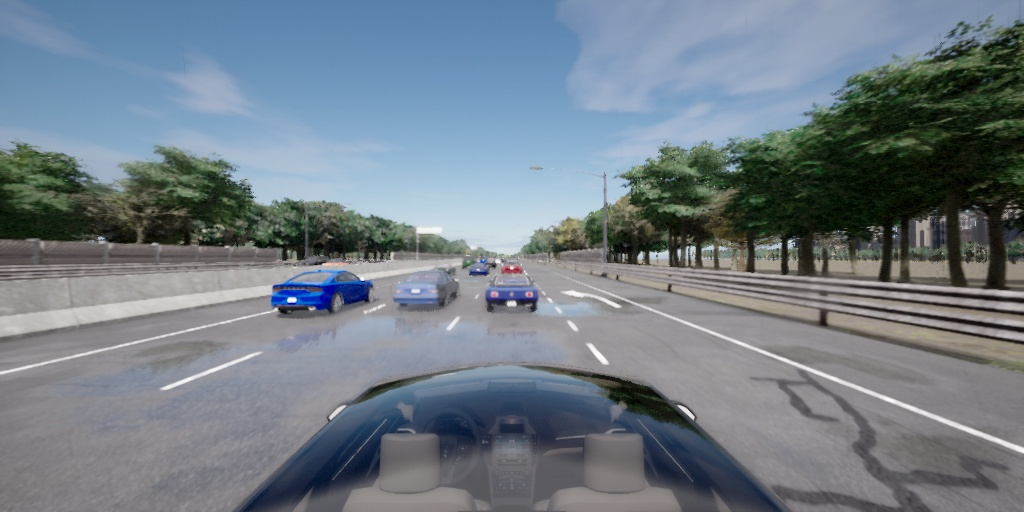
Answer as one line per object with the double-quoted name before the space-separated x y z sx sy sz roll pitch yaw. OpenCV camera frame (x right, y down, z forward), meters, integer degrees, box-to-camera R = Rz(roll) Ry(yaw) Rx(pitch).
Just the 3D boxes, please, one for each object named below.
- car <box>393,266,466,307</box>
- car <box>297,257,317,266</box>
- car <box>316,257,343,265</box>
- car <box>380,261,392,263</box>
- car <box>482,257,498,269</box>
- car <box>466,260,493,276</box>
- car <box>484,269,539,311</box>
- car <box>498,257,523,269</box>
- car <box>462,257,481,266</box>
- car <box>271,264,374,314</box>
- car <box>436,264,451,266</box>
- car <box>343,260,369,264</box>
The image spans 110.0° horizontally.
"car" -3.504 1.329 15.537 2.033 1.411 5.357 0 0 0
"car" -28.066 1.107 51.036 2.150 2.045 5.566 0 0 1
"car" -24.578 1.232 49.825 2.097 1.767 4.553 0 0 0
"car" -17.584 1.443 49.806 1.994 1.385 4.181 0 0 0
"car" -3.534 1.390 60.583 1.882 1.535 5.008 0 0 0
"car" -3.519 1.411 39.327 1.994 1.385 4.181 0 0 0
"car" -0.002 1.380 14.688 1.895 1.301 4.718 0 0 0
"car" -0.015 1.188 35.859 2.097 1.767 4.553 0 0 0
"car" -7.036 1.134 60.658 2.150 2.045 5.566 0 0 0
"car" -7.002 1.255 13.877 1.882 1.535 5.008 0 0 0
"car" -7.018 1.443 37.669 1.895 1.301 4.718 0 0 0
"car" -21.077 1.481 49.740 1.895 1.301 4.718 0 0 1
